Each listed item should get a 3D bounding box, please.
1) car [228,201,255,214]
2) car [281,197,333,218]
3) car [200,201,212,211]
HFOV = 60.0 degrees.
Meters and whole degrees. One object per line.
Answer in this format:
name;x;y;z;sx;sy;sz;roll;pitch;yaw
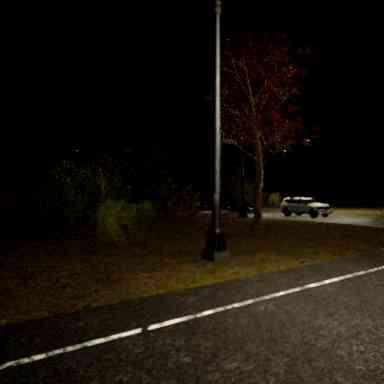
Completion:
car;6.725;1.996;43.389;1.837;1.490;4.892;-2;0;-31
car;11.862;1.591;34.893;2.150;2.045;5.566;-2;0;-33
car;1.217;2.101;52.463;1.882;1.535;5.008;-2;0;-32
